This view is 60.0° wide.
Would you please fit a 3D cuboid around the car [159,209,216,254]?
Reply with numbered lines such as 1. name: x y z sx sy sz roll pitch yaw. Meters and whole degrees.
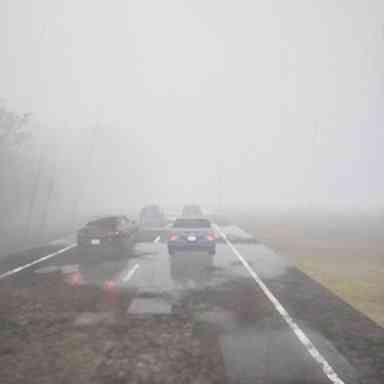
1. car: -0.006 1.677 14.001 2.033 1.411 5.357 0 0 0

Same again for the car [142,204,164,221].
1. car: -3.509 1.797 29.398 1.812 1.442 4.674 0 0 0

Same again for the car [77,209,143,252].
1. car: -3.502 1.659 14.382 1.812 1.442 4.674 0 0 0

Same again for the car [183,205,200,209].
1. car: -0.013 1.815 29.001 2.033 1.411 5.357 0 0 0
